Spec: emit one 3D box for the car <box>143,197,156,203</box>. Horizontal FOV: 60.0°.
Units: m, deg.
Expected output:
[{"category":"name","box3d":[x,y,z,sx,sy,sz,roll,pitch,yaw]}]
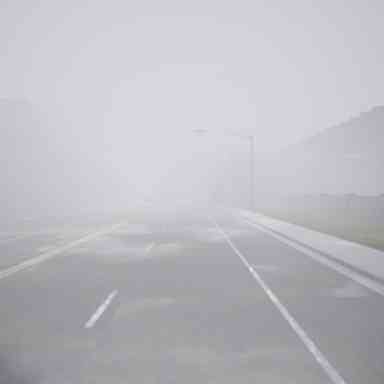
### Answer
[{"category":"car","box3d":[-10.511,1.891,79.693,1.837,1.490,4.892,0,0,0]}]
